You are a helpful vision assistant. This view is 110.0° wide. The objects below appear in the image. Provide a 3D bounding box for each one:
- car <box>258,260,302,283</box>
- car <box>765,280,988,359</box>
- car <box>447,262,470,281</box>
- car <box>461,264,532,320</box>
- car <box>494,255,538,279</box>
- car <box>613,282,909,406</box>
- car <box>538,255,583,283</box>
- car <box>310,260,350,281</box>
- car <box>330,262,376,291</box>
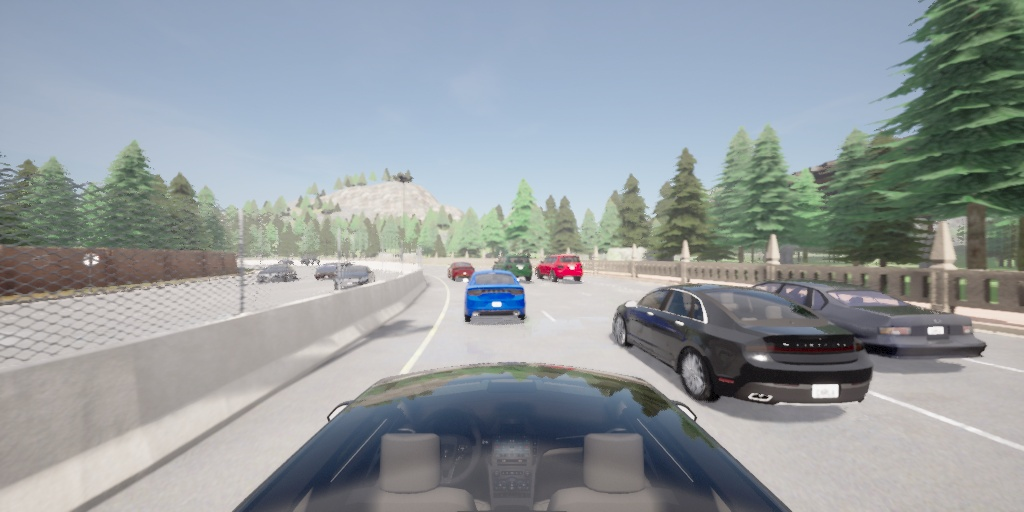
[{"bbox_3d":[-18.698,1.316,28.817,1.812,1.442,4.674,0,0,-19],"label":"car"},{"bbox_3d":[6.757,1.266,8.377,2.033,1.411,5.357,0,0,-4],"label":"car"},{"bbox_3d":[-4.402,1.214,30.605,1.882,1.535,5.008,0,0,-16],"label":"car"},{"bbox_3d":[-0.703,1.219,12.635,1.882,1.535,5.008,0,0,-6],"label":"car"},{"bbox_3d":[-0.070,0.945,28.186,2.150,2.045,5.566,0,0,-15],"label":"car"},{"bbox_3d":[3.328,1.238,6.369,1.837,1.490,4.892,0,0,-3],"label":"car"},{"bbox_3d":[3.603,0.932,28.002,2.150,2.045,5.566,0,0,-14],"label":"car"},{"bbox_3d":[-15.863,1.324,31.479,2.033,1.411,5.357,0,0,-19],"label":"car"},{"bbox_3d":[-9.631,1.289,22.326,1.812,1.442,4.674,0,0,-14],"label":"car"}]
